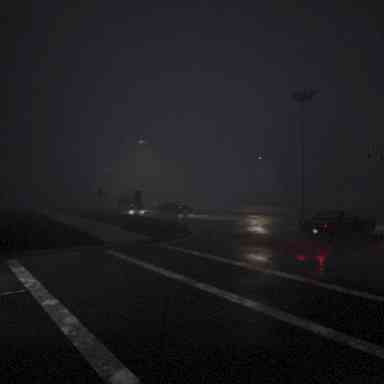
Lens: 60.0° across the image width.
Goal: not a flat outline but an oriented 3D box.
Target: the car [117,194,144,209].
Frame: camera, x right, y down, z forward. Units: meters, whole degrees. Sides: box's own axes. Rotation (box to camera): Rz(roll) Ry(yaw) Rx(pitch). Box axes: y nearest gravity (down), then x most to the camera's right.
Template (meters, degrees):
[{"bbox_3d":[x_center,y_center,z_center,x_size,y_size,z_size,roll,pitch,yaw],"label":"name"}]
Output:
[{"bbox_3d":[-8.731,1.326,46.881,2.150,2.045,5.566,0,0,-34],"label":"car"}]

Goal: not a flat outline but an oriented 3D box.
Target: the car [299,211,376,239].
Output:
[{"bbox_3d":[8.026,1.689,18.071,4.718,1.301,1.895,0,0,-35],"label":"car"}]

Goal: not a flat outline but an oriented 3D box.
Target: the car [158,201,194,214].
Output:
[{"bbox_3d":[-1.834,1.704,36.912,1.895,1.301,4.718,0,0,-35],"label":"car"}]
